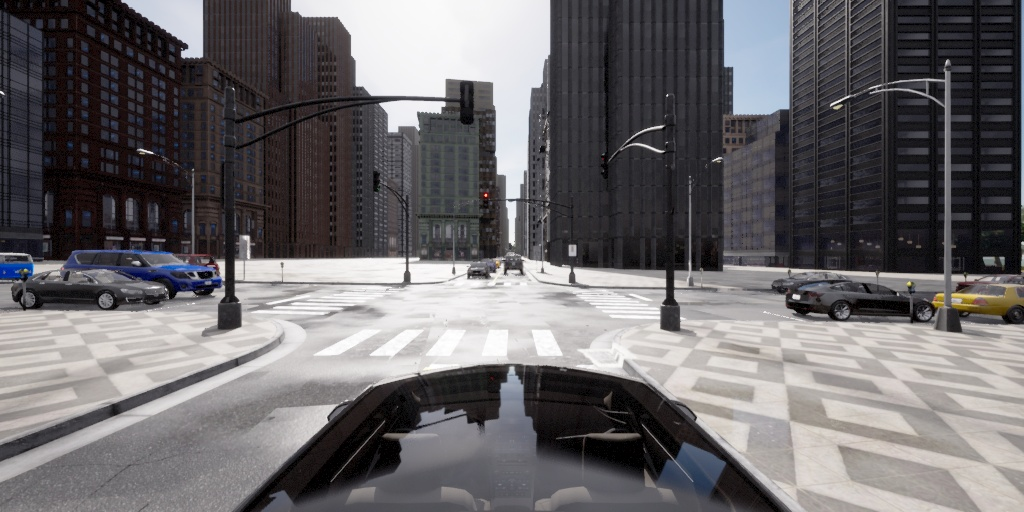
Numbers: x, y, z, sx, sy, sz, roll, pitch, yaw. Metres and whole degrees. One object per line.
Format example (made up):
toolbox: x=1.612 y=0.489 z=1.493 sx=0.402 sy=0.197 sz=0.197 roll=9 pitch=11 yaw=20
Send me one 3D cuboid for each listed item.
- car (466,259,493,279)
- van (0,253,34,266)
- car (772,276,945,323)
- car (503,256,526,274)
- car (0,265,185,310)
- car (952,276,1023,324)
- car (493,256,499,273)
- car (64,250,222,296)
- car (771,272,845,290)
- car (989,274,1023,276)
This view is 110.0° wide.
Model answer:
car: x=-3.035 y=1.253 z=33.250 sx=1.837 sy=1.490 sz=4.892 roll=0 pitch=0 yaw=0
van: x=-31.105 y=0.679 z=21.224 sx=3.998 sy=1.789 sz=1.690 roll=0 pitch=0 yaw=0
car: x=12.150 y=1.523 z=12.696 sx=4.313 sy=1.339 sz=1.948 roll=0 pitch=0 yaw=0
car: x=0.181 y=0.969 z=41.492 sx=2.150 sy=2.045 sz=5.566 roll=0 pitch=0 yaw=0
car: x=-14.758 y=1.116 z=12.661 sx=4.403 sy=1.370 sz=2.007 roll=0 pitch=0 yaw=0
car: x=17.962 y=1.570 z=12.683 sx=4.829 sy=1.417 sz=1.751 roll=0 pitch=0 yaw=0
car: x=-3.009 y=1.100 z=43.502 sx=2.097 sy=1.767 sz=4.553 roll=0 pitch=0 yaw=0
car: x=-15.814 y=0.771 z=15.419 sx=5.566 sy=2.045 sz=2.150 roll=1 pitch=0 yaw=0
car: x=17.820 y=1.590 z=21.208 sx=4.403 sy=1.370 sz=2.007 roll=0 pitch=0 yaw=0
car: x=29.106 y=1.765 z=21.183 sx=4.507 sy=1.381 sz=1.888 roll=0 pitch=0 yaw=0
